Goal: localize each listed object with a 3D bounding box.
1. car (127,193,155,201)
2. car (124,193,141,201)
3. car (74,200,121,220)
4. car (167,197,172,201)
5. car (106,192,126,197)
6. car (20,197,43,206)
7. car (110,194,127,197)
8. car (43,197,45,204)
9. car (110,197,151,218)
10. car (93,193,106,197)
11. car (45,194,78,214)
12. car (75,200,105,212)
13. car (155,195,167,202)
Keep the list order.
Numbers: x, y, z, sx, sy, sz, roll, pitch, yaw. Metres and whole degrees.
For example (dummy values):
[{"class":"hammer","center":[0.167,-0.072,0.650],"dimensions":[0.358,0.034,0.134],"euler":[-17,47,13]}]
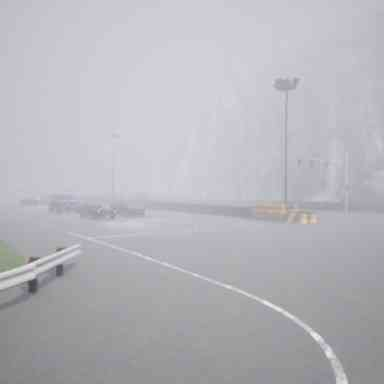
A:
[{"class":"car","center":[-10.227,1.210,66.645],"dimensions":[2.150,2.045,5.566],"euler":[1,0,-37]},{"class":"car","center":[-13.769,1.162,76.958],"dimensions":[2.097,1.767,4.553],"euler":[1,1,-37]},{"class":"car","center":[-8.288,1.667,28.990],"dimensions":[1.895,1.301,4.718],"euler":[1,0,-37]},{"class":"car","center":[-6.474,1.603,73.128],"dimensions":[1.895,1.301,4.718],"euler":[1,1,-37]},{"class":"car","center":[-16.586,1.044,74.882],"dimensions":[2.150,2.045,5.566],"euler":[1,1,-37]},{"class":"car","center":[-24.706,1.458,50.689],"dimensions":[1.895,1.301,4.718],"euler":[1,0,-37]},{"class":"car","center":[-14.404,1.524,66.359],"dimensions":[1.895,1.301,4.718],"euler":[1,0,-37]},{"class":"car","center":[-23.614,1.397,55.078],"dimensions":[2.033,1.411,5.357],"euler":[1,0,-37]},{"class":"car","center":[-6.284,1.570,32.133],"dimensions":[1.882,1.535,5.008],"euler":[1,0,-37]},{"class":"car","center":[-20.621,1.103,74.420],"dimensions":[2.097,1.767,4.553],"euler":[1,1,-37]},{"class":"car","center":[-14.076,1.247,36.600],"dimensions":[2.150,2.045,5.566],"euler":[1,0,-37]},{"class":"car","center":[-12.389,1.649,40.165],"dimensions":[1.895,1.301,4.718],"euler":[1,0,-37]},{"class":"car","center":[-7.732,1.367,68.979],"dimensions":[2.097,1.767,4.553],"euler":[1,0,-37]}]
